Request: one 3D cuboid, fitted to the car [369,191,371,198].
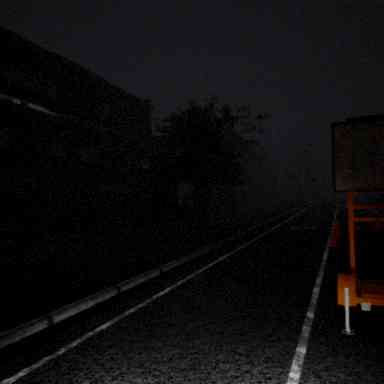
[{"bbox_3d":[30.494,0.515,51.059,4.892,1.521,2.231,-2,0,24],"label":"car"}]

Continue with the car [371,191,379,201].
[{"bbox_3d":[27.010,0.415,43.400,5.566,2.045,2.435,-2,0,24],"label":"car"}]

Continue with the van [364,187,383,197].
[{"bbox_3d":[39.596,-0.112,71.547,4.442,1.987,1.878,-2,0,24],"label":"van"}]

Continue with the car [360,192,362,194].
[{"bbox_3d":[40.858,0.059,74.057,5.008,1.535,2.097,-2,0,24],"label":"car"}]

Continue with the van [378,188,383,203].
[{"bbox_3d":[28.294,0.385,45.897,4.442,1.987,1.878,-2,0,24],"label":"van"}]

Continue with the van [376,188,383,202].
[{"bbox_3d":[29.446,0.335,48.452,4.442,1.987,1.878,-2,0,24],"label":"van"}]

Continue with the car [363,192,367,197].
[{"bbox_3d":[33.918,0.112,58.733,5.566,2.045,2.435,-2,0,24],"label":"car"}]

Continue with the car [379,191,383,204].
[{"bbox_3d":[24.747,0.761,38.274,4.892,1.521,2.231,-2,0,24],"label":"car"}]

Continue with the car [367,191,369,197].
[{"bbox_3d":[32.802,0.453,56.168,4.674,1.452,2.002,-2,0,24],"label":"car"}]

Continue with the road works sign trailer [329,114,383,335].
[{"bbox_3d":[3.876,0.365,6.008,2.380,3.560,2.880,-2,0,26],"label":"road works sign trailer"}]
